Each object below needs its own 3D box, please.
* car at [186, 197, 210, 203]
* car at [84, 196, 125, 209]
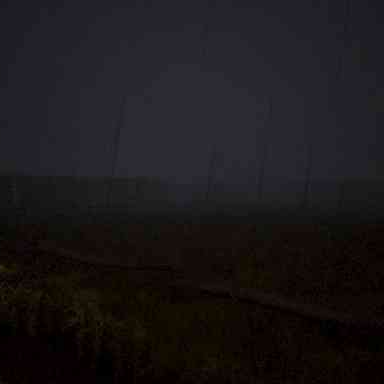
[{"bbox_3d":[1.149,1.357,46.057,2.033,1.411,5.357,0,1,34],"label":"car"},{"bbox_3d":[-9.530,1.241,36.394,2.097,1.767,4.553,0,0,36],"label":"car"}]
